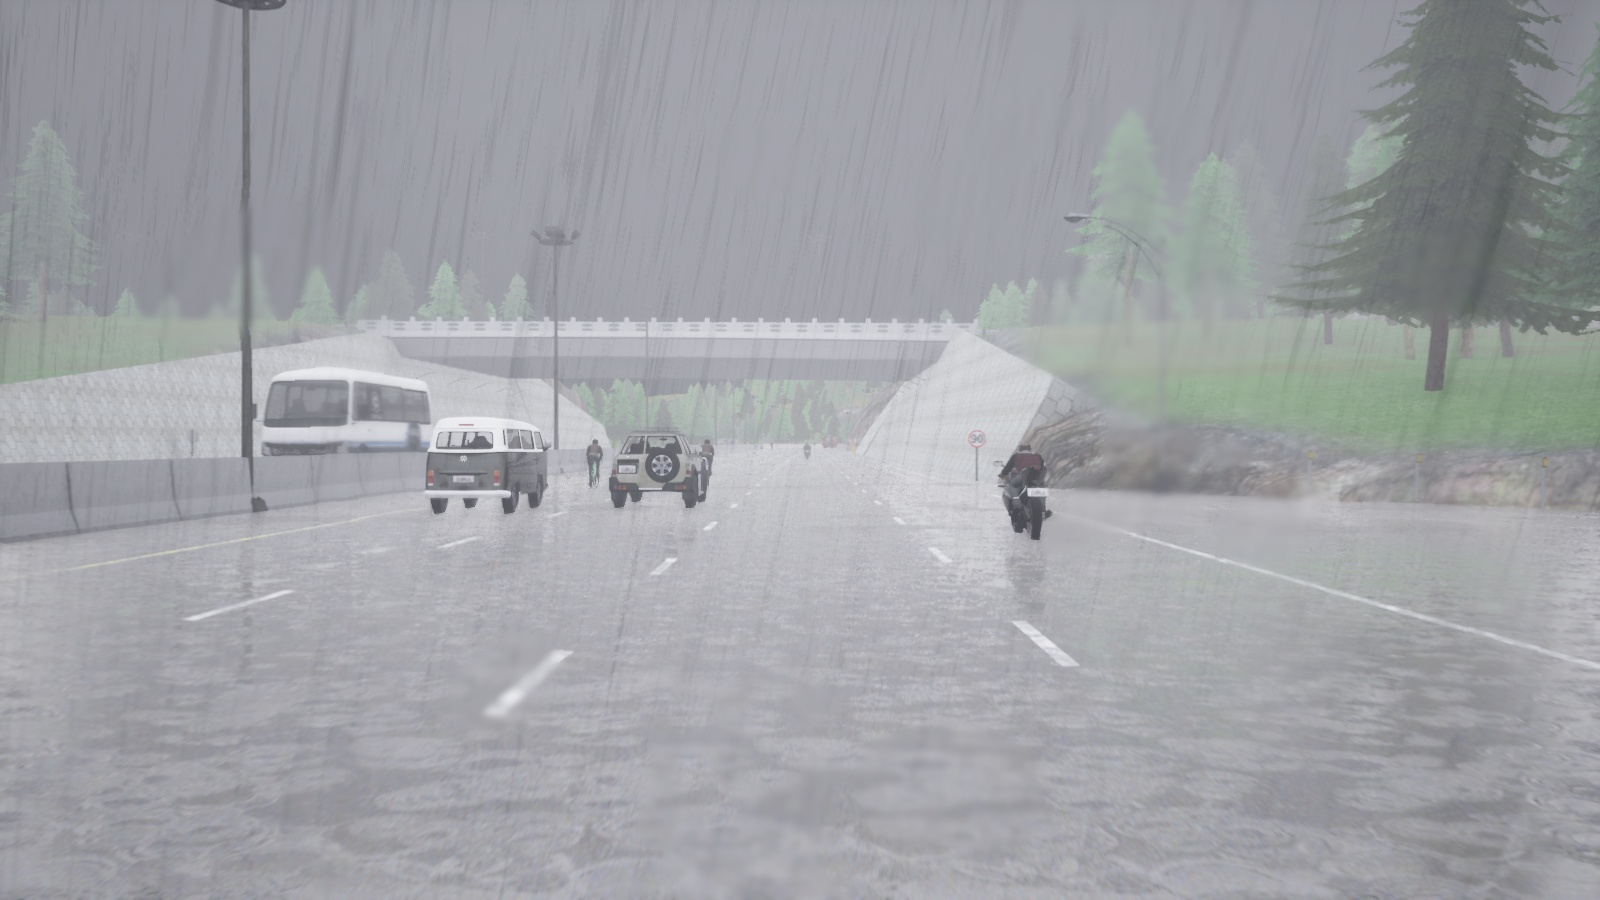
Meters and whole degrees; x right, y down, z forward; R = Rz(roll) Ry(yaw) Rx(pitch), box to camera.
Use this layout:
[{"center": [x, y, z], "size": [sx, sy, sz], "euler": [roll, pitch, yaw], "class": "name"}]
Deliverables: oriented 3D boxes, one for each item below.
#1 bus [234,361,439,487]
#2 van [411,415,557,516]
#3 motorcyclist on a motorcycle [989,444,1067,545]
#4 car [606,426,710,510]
[{"center": [-17.212, -0.913, 47.729], "size": [3.944, 4.253, 10.273], "euler": [0, 0, 0], "class": "bus"}, {"center": [-6.827, 0.308, 27.666], "size": [2.069, 2.038, 4.480], "euler": [0, 0, 0], "class": "van"}, {"center": [3.630, 0.670, 20.220], "size": [0.866, 1.530, 2.191], "euler": [0, 0, 0], "class": "motorcyclist on a motorcycle"}, {"center": [-3.313, 0.391, 30.114], "size": [1.932, 1.855, 4.605], "euler": [0, 0, 0], "class": "car"}]
